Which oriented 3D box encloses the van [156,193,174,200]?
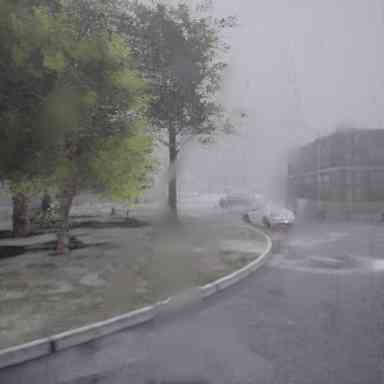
[{"bbox_3d":[-7.392,1.171,90.627,4.442,1.987,1.878,0,1,10],"label":"van"}]

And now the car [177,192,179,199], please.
[{"bbox_3d":[-7.038,1.370,93.367,5.008,1.535,2.097,0,1,10],"label":"car"}]

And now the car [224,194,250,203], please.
[{"bbox_3d":[8.220,1.540,63.645,4.792,1.488,2.163,0,0,10],"label":"car"}]

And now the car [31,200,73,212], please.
[{"bbox_3d":[-16.885,1.735,40.101,4.674,1.442,1.812,0,0,-8],"label":"car"}]

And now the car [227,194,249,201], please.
[{"bbox_3d":[11.117,1.378,80.075,5.008,1.535,2.097,0,1,10],"label":"car"}]

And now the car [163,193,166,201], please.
[{"bbox_3d":[-9.402,1.510,79.786,4.892,1.521,2.231,0,0,10],"label":"car"}]

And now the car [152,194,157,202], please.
[{"bbox_3d":[-10.820,1.575,71.632,5.008,1.535,2.097,0,0,10],"label":"car"}]

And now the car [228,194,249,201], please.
[{"bbox_3d":[11.586,1.351,82.688,4.892,1.521,2.231,0,1,10],"label":"car"}]

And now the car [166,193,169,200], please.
[{"bbox_3d":[-8.480,1.202,85.219,5.566,2.045,2.435,0,1,10],"label":"car"}]

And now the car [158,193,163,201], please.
[{"bbox_3d":[-9.840,1.407,77.057,4.553,1.767,2.185,0,0,10],"label":"car"}]

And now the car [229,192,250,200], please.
[{"bbox_3d":[13.007,1.009,91.027,5.566,2.045,2.435,0,1,10],"label":"car"}]

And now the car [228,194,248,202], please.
[{"bbox_3d":[10.652,1.284,77.207,4.553,1.767,2.185,0,1,10],"label":"car"}]

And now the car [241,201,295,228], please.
[{"bbox_3d":[5.207,1.582,22.633,1.812,1.442,4.674,0,0,-14],"label":"car"}]

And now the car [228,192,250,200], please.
[{"bbox_3d":[12.085,1.069,85.418,5.566,2.045,2.435,0,1,10],"label":"car"}]

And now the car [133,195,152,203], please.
[{"bbox_3d":[-11.258,1.466,68.904,4.553,1.767,2.185,0,0,10],"label":"car"}]

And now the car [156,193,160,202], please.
[{"bbox_3d":[-10.340,1.594,74.346,4.674,1.452,2.002,0,0,10],"label":"car"}]

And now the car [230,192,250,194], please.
[{"bbox_3d":[9.215,1.357,68.988,4.553,1.767,2.185,0,0,10],"label":"car"}]
